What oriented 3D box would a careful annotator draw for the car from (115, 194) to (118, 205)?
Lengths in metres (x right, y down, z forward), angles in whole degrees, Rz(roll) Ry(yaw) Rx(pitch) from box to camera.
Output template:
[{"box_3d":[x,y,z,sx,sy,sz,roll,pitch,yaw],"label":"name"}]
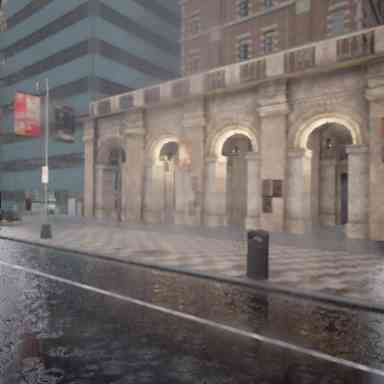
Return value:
[{"box_3d":[-8.701,1.234,37.308,5.566,2.045,2.435,0,-1,37],"label":"car"}]
